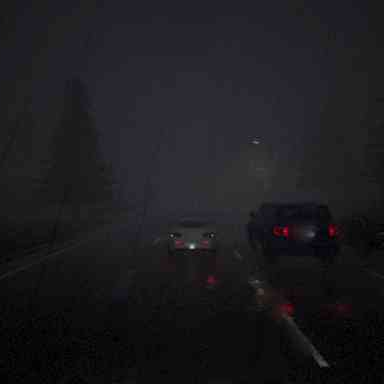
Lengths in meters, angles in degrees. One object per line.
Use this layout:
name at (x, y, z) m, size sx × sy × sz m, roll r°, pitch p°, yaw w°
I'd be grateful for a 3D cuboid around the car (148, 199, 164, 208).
car at (-6.858, 2.197, 61.061) m, size 1.895 × 1.301 × 4.718 m, roll 0°, pitch -1°, yaw 3°

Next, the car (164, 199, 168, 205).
car at (-7.015, 2.372, 79.917) m, size 1.837 × 1.490 × 4.892 m, roll 0°, pitch -1°, yaw 0°

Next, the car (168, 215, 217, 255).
car at (0.025, 1.679, 13.872) m, size 1.812 × 1.442 × 4.674 m, roll 0°, pitch 0°, yaw 1°

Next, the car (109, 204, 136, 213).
car at (-9.120, 1.966, 43.822) m, size 1.994 × 1.385 × 4.181 m, roll 0°, pitch -1°, yaw 23°

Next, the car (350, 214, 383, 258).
car at (7.022, 1.642, 13.482) m, size 2.128 × 1.511 × 4.902 m, roll 0°, pitch 0°, yaw 1°

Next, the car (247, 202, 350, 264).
car at (3.509, 1.364, 12.550) m, size 2.150 × 2.045 × 5.566 m, roll 0°, pitch 0°, yaw 0°
